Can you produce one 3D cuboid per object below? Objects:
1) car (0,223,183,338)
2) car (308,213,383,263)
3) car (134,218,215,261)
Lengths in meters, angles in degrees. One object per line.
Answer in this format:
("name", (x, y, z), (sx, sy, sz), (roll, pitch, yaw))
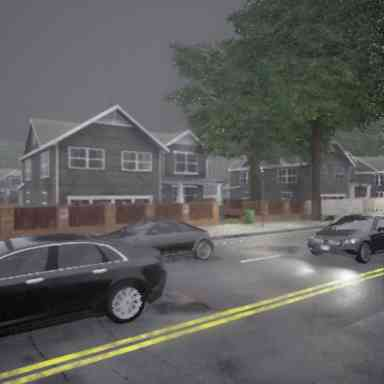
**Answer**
("car", (-2.759, 1.506, 5.624), (4.892, 1.490, 1.837), (1, 0, -35))
("car", (6.183, 1.521, 12.013), (4.674, 1.442, 1.812), (0, 0, -35))
("car", (-1.286, 1.559, 10.737), (4.181, 1.385, 1.994), (0, 0, -36))
